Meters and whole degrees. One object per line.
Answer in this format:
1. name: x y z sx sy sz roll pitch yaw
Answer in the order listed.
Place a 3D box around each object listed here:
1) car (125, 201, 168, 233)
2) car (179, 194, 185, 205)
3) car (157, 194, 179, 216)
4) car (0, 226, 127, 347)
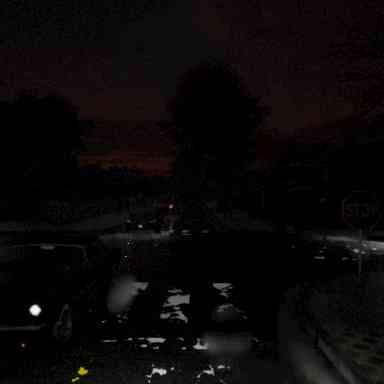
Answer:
1. car: -2.710 1.527 19.878 1.812 1.442 4.674 0 0 0
2. car: -2.411 1.212 56.466 2.097 1.767 4.553 0 0 5
3. car: -2.674 1.323 32.236 2.097 1.767 4.553 0 0 0
4. car: -2.735 1.601 6.418 1.895 1.301 4.718 0 0 0
